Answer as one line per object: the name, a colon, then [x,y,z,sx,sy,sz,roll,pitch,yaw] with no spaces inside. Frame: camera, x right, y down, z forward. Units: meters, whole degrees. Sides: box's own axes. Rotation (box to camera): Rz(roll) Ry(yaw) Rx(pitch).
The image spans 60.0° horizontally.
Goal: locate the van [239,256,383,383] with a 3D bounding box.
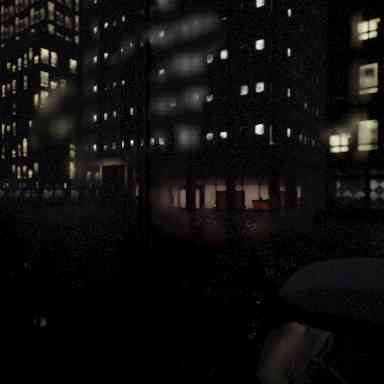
van: [2.066,1.343,1.393,3.998,1.788,1.690,0,0,36]
